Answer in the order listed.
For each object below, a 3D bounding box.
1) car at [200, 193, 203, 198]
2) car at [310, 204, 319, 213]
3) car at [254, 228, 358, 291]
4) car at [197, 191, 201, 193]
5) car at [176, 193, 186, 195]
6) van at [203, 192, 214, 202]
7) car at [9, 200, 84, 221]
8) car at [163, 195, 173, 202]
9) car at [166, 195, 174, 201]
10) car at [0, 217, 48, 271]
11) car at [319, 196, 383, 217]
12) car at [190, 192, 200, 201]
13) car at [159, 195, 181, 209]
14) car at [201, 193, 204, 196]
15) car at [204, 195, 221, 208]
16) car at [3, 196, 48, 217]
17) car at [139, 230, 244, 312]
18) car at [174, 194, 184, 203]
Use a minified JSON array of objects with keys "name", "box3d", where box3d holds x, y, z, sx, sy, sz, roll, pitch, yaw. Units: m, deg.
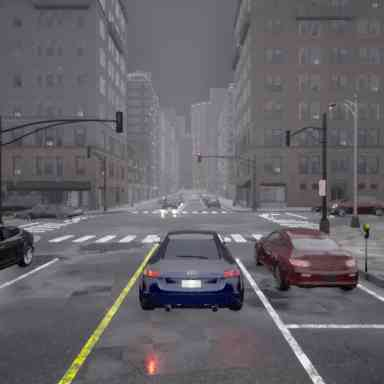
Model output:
[{"name":"car","box3d":[3.272,1.418,73.687,1.802,1.307,4.206,0,0,0]},{"name":"car","box3d":[13.657,1.368,31.213,4.718,1.301,1.895,-1,0,0]},{"name":"car","box3d":[2.759,1.584,8.713,1.802,1.307,4.206,0,0,0]},{"name":"car","box3d":[0.598,1.121,84.362,2.128,1.511,4.902,0,0,0]},{"name":"car","box3d":[-2.623,1.380,64.191,2.128,1.511,4.902,0,0,1]},{"name":"van","box3d":[3.079,1.271,51.474,1.690,1.788,3.998,0,0,0]},{"name":"car","box3d":[-11.989,1.682,28.050,5.357,1.411,2.033,-1,0,0]},{"name":"car","box3d":[-5.253,1.387,73.763,2.008,1.369,4.403,0,0,0]},{"name":"car","box3d":[-5.206,1.380,79.315,1.802,1.307,4.206,0,0,0]},{"name":"car","box3d":[-5.767,1.568,8.715,1.947,1.339,4.313,0,0,0]},{"name":"car","box3d":[13.549,1.136,27.962,4.553,1.767,2.097,-1,0,0]},{"name":"car","box3d":[0.513,1.349,74.361,1.812,1.442,4.674,0,0,0]},{"name":"car","box3d":[-2.840,1.454,43.897,1.837,1.490,4.892,0,0,2]},{"name":"car","box3d":[3.224,1.452,68.131,1.802,1.307,4.206,0,0,0]},{"name":"car","box3d":[3.032,1.526,45.923,1.802,1.307,4.206,0,0,0]},{"name":"car","box3d":[-16.242,1.409,31.307,5.566,2.045,2.150,-1,0,0]},{"name":"car","box3d":[0.002,1.566,7.792,1.994,1.385,4.181,0,0,0]},{"name":"car","box3d":[-2.755,1.449,53.802,1.812,1.442,4.674,0,0,0]}]
